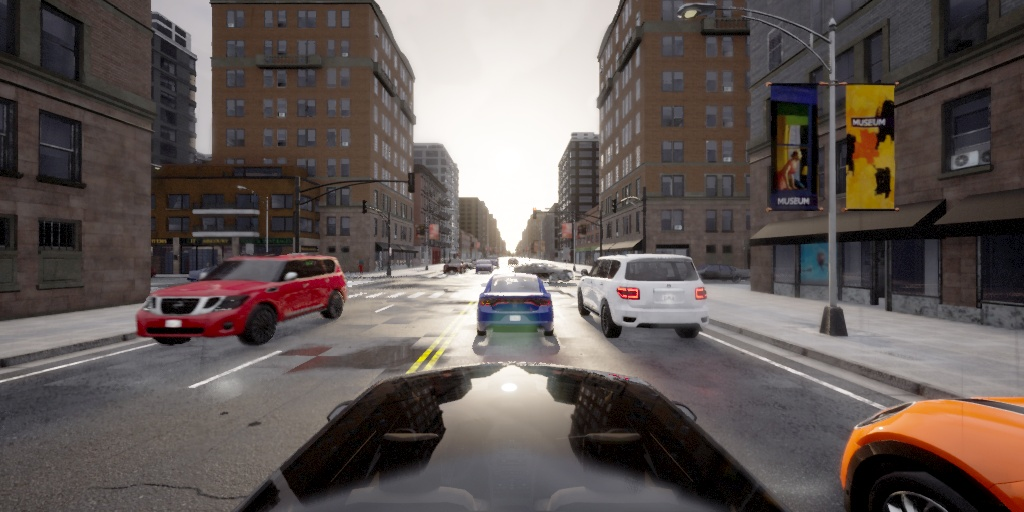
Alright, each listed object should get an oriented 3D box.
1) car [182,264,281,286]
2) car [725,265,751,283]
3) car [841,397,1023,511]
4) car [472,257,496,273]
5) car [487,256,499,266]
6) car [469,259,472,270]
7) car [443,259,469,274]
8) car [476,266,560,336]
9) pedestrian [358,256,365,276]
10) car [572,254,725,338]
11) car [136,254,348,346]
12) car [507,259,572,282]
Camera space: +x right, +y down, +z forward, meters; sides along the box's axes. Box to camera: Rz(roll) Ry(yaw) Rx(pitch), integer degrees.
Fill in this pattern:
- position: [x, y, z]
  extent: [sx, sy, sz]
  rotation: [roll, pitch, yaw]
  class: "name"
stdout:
- position: [-19.624, 1.291, 25.241]
  extent: [5.357, 1.411, 2.033]
  rotation: [0, 0, 0]
  class: "car"
- position: [15.868, 1.338, 28.322]
  extent: [5.357, 1.411, 2.033]
  rotation: [0, 0, 0]
  class: "car"
- position: [3.343, 1.102, 0.585]
  extent: [2.097, 1.767, 4.553]
  rotation: [0, 0, 0]
  class: "car"
- position: [-3.309, 1.227, 43.041]
  extent: [1.882, 1.535, 5.008]
  rotation: [0, 1, 0]
  class: "car"
- position: [-3.271, 0.963, 59.822]
  extent: [2.150, 2.045, 5.566]
  rotation: [0, 0, 1]
  class: "car"
- position: [-6.540, 1.247, 51.557]
  extent: [1.837, 1.490, 4.892]
  rotation: [0, 1, 1]
  class: "car"
- position: [-6.559, 1.101, 41.311]
  extent: [2.097, 1.767, 4.553]
  rotation: [0, 0, 0]
  class: "car"
- position: [0.090, 1.228, 10.436]
  extent: [1.882, 1.535, 5.008]
  rotation: [0, 0, 0]
  class: "car"
- position: [-14.110, 0.919, 33.569]
  extent: [0.375, 1.860, 0.375]
  rotation: [0, 0, 0]
  class: "pedestrian"
- position: [3.341, 0.972, 10.295]
  extent: [2.150, 2.045, 5.566]
  rotation: [0, 0, 0]
  class: "car"
- position: [-6.603, 0.972, 9.781]
  extent: [2.150, 2.045, 5.566]
  rotation: [0, 0, 0]
  class: "car"
- position: [2.341, 1.244, 27.718]
  extent: [4.902, 1.511, 2.128]
  rotation: [0, 0, 36]
  class: "car"
